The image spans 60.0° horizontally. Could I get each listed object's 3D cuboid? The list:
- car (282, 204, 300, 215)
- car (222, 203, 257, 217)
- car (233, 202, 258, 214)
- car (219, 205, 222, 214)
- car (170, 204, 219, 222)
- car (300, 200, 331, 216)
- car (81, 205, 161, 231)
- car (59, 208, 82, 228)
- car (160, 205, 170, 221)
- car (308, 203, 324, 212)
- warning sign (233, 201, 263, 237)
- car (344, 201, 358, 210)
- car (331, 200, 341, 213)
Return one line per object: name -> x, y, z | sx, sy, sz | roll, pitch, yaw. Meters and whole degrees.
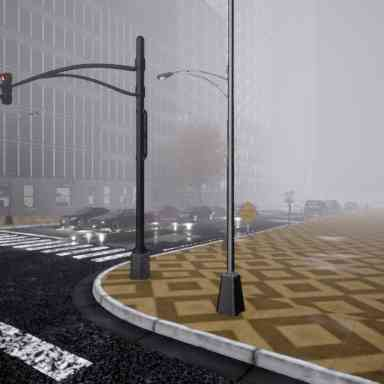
car -> 13.911, 2.380, 46.339 | 1.812, 1.442, 4.674 | 0, -1, 33
car -> 5.785, 2.204, 40.093 | 1.812, 1.442, 4.674 | 0, -1, 33
car -> 8.062, 2.315, 49.542 | 1.882, 1.535, 5.008 | 0, -1, 33
car -> 2.596, 2.223, 41.160 | 1.994, 1.385, 4.181 | 0, -1, 32
car -> 0.346, 2.003, 31.685 | 1.837, 1.490, 4.892 | 0, -1, 33
car -> 16.580, 2.077, 44.480 | 2.150, 2.045, 5.566 | 0, -1, 33
car -> -4.856, 1.874, 23.628 | 2.033, 1.411, 5.357 | 0, -1, 33
car -> -7.724, 1.844, 25.166 | 1.812, 1.442, 4.674 | 0, -1, 31
car -> -2.797, 2.007, 32.810 | 1.812, 1.442, 4.674 | 0, -1, 33
car -> 21.976, 2.642, 58.840 | 1.812, 1.442, 4.674 | 0, -1, 33
warning sign -> 3.136, 1.454, 18.552 | 1.300, 1.860, 1.060 | 1, 1, 33
car -> 31.503, 2.662, 65.686 | 2.097, 1.767, 4.553 | 0, -1, 33
car -> 22.408, 2.267, 53.509 | 2.150, 2.045, 5.566 | 0, -1, 33
